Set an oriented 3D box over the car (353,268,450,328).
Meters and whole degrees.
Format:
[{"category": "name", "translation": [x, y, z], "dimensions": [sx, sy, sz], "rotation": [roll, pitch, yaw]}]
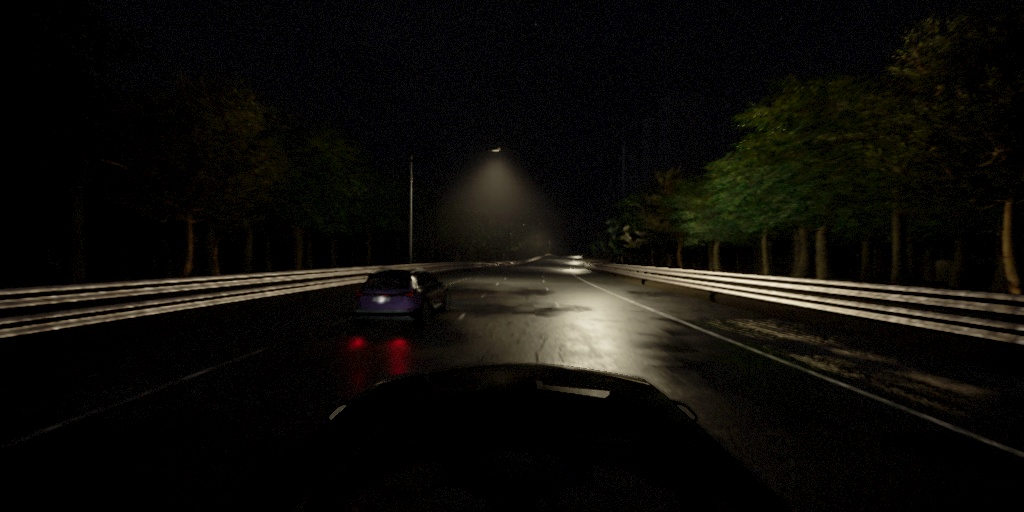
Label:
[{"category": "car", "translation": [-3.287, 1.186, 11.410], "dimensions": [2.033, 1.649, 4.856], "rotation": [0, 0, 1]}]
